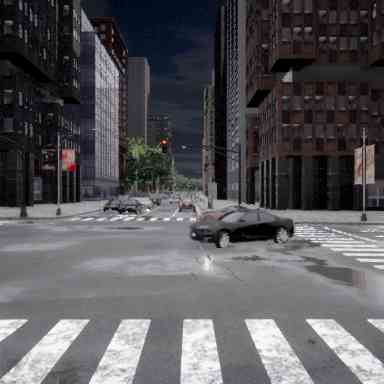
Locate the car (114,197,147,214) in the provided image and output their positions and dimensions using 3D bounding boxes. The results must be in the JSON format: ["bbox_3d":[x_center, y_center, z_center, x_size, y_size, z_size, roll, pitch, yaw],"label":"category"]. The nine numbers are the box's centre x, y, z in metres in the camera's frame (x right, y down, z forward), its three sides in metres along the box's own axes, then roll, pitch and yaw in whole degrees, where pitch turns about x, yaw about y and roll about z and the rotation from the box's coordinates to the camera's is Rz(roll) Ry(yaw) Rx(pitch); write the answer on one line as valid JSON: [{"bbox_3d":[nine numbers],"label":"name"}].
[{"bbox_3d":[-6.380,1.544,35.101,2.033,1.411,5.357,0,0,0],"label":"car"}]

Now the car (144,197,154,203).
[{"bbox_3d":[-9.216,1.662,71.526,1.802,1.307,4.206,0,0,0],"label":"car"}]

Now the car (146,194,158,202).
[{"bbox_3d":[-9.243,1.410,76.953,2.192,1.841,5.009,0,0,0],"label":"car"}]

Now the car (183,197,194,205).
[{"bbox_3d":[-0.640,1.597,60.707,1.887,1.381,4.507,0,0,0],"label":"car"}]

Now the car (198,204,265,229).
[{"bbox_3d":[2.662,1.617,22.301,4.181,1.385,1.994,1,0,16],"label":"car"}]

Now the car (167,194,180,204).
[{"bbox_3d":[-3.423,1.665,65.609,1.895,1.301,4.718,0,0,0],"label":"car"}]

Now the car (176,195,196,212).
[{"bbox_3d":[-0.539,1.445,39.008,1.967,1.590,4.097,0,0,0],"label":"car"}]

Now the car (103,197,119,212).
[{"bbox_3d":[-9.064,1.570,38.971,1.947,1.339,4.313,0,0,0],"label":"car"}]

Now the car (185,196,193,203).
[{"bbox_3d":[-0.692,1.606,71.727,1.752,1.417,4.829,0,0,0],"label":"car"}]

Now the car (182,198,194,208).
[{"bbox_3d":[-0.589,1.610,49.857,1.802,1.307,4.206,0,0,0],"label":"car"}]

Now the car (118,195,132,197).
[{"bbox_3d":[-9.090,1.331,44.397,2.192,1.841,5.009,0,0,0],"label":"car"}]

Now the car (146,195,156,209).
[{"bbox_3d":[-6.427,1.544,45.327,1.812,1.442,4.674,0,0,0],"label":"car"}]

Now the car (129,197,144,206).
[{"bbox_3d":[-9.139,1.565,55.078,1.752,1.417,4.829,0,0,0],"label":"car"}]

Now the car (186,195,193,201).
[{"bbox_3d":[-0.794,1.687,93.257,1.887,1.381,4.507,0,0,0],"label":"car"}]

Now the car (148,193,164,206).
[{"bbox_3d":[-6.465,1.263,55.970,2.150,2.045,5.566,0,0,0],"label":"car"}]

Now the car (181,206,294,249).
[{"bbox_3d":[2.287,1.536,14.901,5.008,1.535,1.882,1,-1,-27],"label":"car"}]
